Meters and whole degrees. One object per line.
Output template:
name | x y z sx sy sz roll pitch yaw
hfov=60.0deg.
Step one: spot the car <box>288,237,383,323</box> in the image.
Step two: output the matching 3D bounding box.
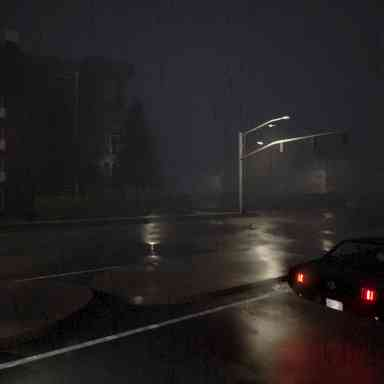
car | 4.205 1.601 6.863 4.718 1.301 1.895 0 0 -35
